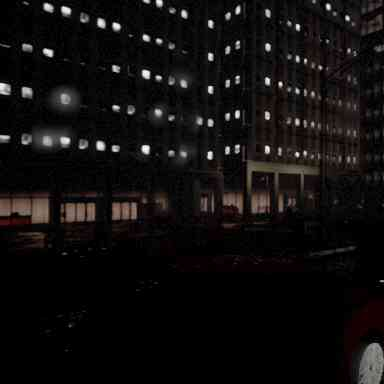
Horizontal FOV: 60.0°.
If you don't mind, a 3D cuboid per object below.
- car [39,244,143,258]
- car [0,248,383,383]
[{"bbox_3d":[-1.823,1.578,5.263,4.313,1.339,1.947,1,0,-36],"label":"car"},{"bbox_3d":[0.257,1.495,3.558,5.008,1.535,1.882,1,-1,-36],"label":"car"}]
